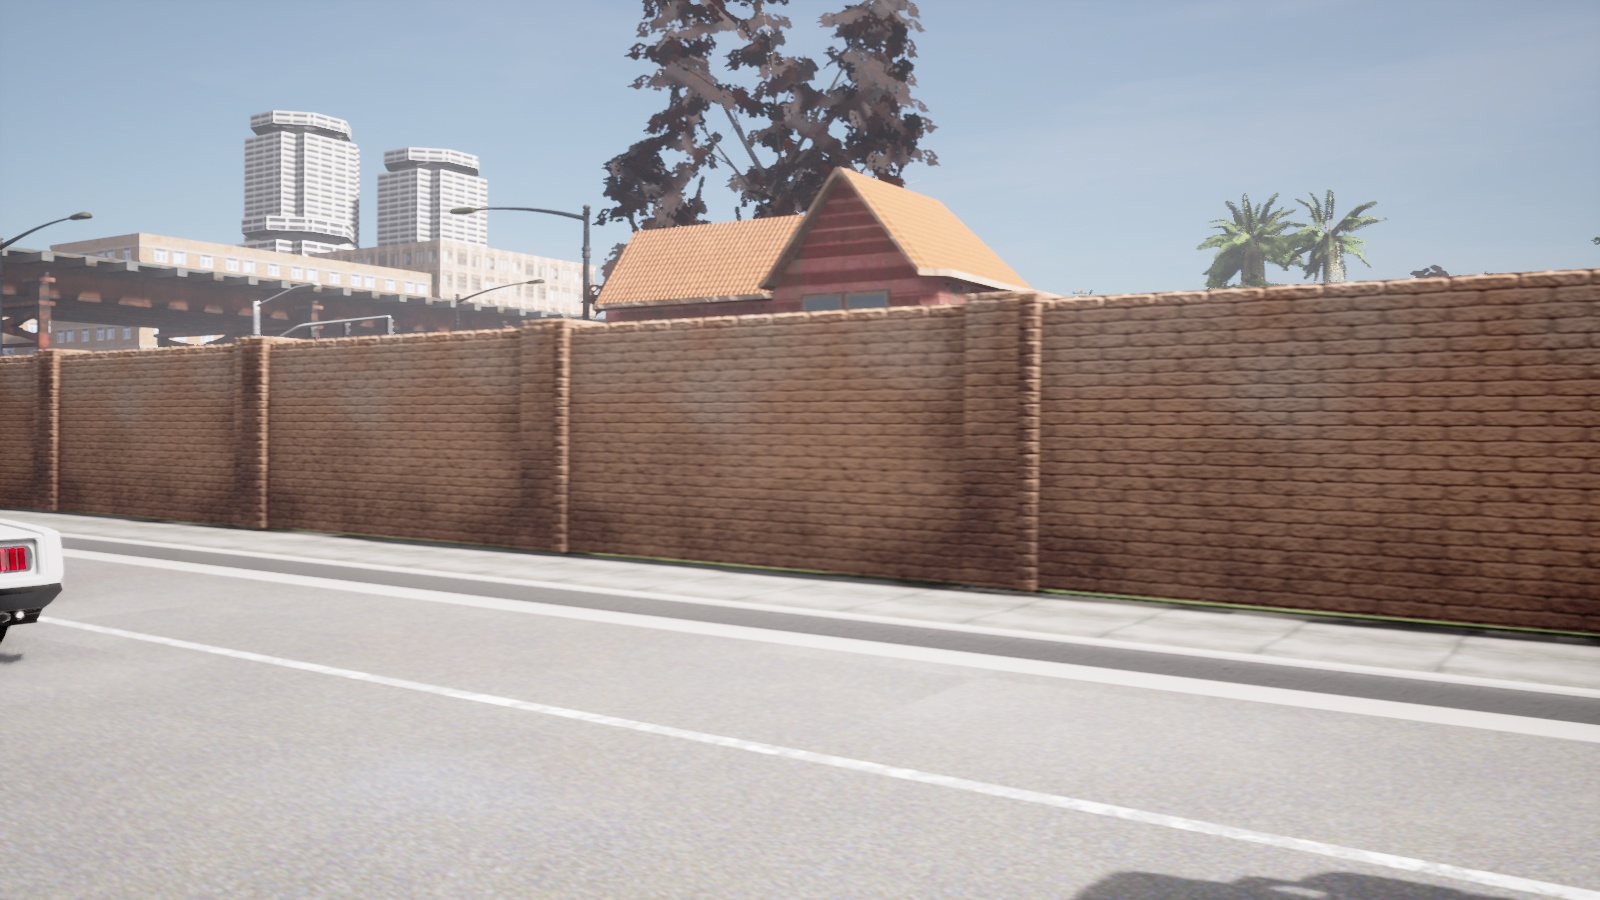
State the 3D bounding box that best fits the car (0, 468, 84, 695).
[{"bbox_3d":[-6.877,0.782,8.195,4.718,1.301,1.895,0,1,34],"label":"car"}]
